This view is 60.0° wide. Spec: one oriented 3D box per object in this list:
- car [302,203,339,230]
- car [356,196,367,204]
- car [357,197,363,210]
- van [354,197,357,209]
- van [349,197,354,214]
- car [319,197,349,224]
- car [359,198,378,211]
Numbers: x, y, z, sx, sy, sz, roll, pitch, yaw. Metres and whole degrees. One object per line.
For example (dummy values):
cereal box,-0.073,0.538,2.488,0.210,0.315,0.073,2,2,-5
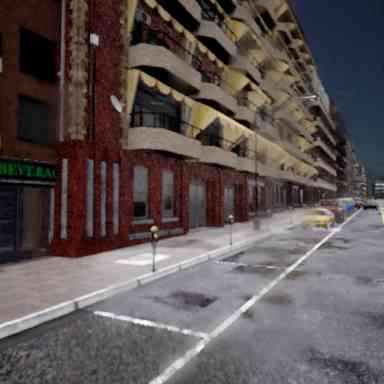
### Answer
car,8.638,1.719,22.631,1.752,1.417,4.829,1,0,29
car,41.150,2.017,80.681,2.192,1.841,5.009,0,0,29
car,24.937,1.734,51.731,2.192,1.841,5.009,0,0,29
van,19.532,1.678,42.081,1.690,1.788,3.998,1,0,29
van,16.830,1.639,37.254,1.690,1.788,3.998,1,0,29
car,11.426,1.543,27.605,2.192,1.841,5.009,1,0,29
car,25.057,1.943,46.735,1.895,1.301,4.718,-1,-1,29
